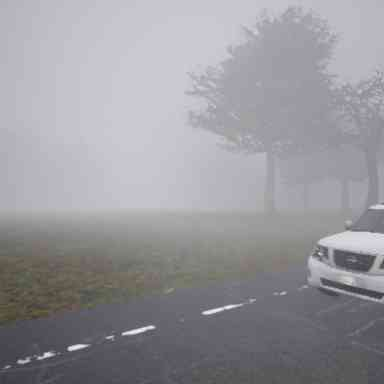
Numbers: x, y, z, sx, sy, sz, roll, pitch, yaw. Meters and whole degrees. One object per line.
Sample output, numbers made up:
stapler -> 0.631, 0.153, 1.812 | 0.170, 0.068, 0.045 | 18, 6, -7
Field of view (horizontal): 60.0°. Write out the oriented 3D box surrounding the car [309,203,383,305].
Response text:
car -> 5.051, 1.256, 7.545 | 5.566, 2.045, 2.150 | 1, 0, -35
